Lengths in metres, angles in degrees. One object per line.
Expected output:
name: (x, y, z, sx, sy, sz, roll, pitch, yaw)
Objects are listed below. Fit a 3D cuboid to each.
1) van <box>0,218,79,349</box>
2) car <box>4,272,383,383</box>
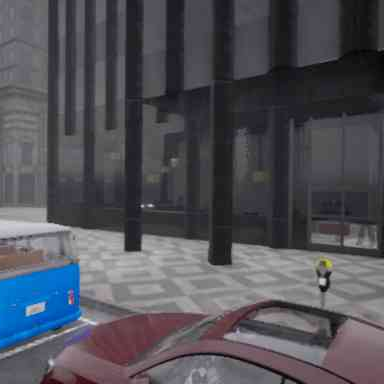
van: (-3.614, 1.336, 5.553, 3.998, 1.788, 1.690, 0, 1, 36)
car: (0.525, 1.581, 2.596, 4.206, 1.307, 1.802, 0, 1, 36)
